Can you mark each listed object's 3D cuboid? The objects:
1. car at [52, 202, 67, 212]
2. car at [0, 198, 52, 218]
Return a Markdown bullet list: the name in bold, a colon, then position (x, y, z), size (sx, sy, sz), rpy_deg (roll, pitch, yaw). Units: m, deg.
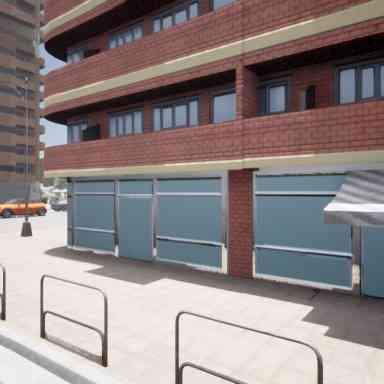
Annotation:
- **car**: position (-13.725, 1.600, 38.107), size (1.895, 1.301, 4.718), rpy_deg (0, 0, 36)
- **car**: position (-15.505, 1.351, 29.755), size (2.097, 1.767, 4.553), rpy_deg (0, 0, 36)
